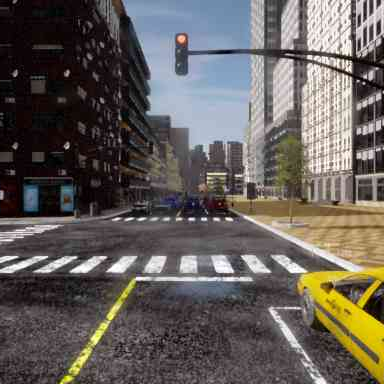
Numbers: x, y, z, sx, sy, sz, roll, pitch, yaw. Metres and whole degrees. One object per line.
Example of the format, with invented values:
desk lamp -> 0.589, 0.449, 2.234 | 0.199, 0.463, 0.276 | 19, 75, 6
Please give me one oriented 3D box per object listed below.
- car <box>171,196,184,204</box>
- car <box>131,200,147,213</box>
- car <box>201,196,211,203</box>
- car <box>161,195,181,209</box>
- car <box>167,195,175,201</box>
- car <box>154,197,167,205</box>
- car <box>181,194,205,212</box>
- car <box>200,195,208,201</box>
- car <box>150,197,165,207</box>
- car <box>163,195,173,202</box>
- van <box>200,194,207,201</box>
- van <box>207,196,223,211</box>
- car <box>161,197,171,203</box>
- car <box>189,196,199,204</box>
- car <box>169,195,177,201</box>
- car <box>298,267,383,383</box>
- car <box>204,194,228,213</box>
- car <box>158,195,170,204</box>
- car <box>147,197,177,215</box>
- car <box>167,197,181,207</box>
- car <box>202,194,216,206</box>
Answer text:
car -> -2.729, 1.540, 63.999 | 2.128, 1.511, 4.902 | 0, 0, 0
car -> -5.539, 1.563, 36.431 | 2.008, 1.369, 4.403 | 0, 0, 0
car -> 2.981, 1.602, 69.555 | 1.887, 1.381, 4.507 | 0, 0, 0
car -> -2.901, 1.497, 43.941 | 1.882, 1.535, 5.008 | 0, 0, 0
car -> -5.329, 1.613, 86.000 | 1.752, 1.417, 4.829 | 0, 0, 0
car -> -5.446, 1.584, 58.536 | 1.887, 1.381, 4.507 | 0, 0, 0
car -> 0.192, 1.365, 38.302 | 2.097, 1.767, 4.553 | 0, 0, 1
car -> 3.053, 1.613, 86.304 | 1.752, 1.417, 4.829 | 0, 0, 0
car -> -5.469, 1.581, 53.010 | 2.008, 1.369, 4.403 | 0, 0, 0
car -> -5.376, 1.507, 75.117 | 1.967, 1.590, 4.097 | 0, 0, 0
van -> 3.074, 1.441, 91.660 | 1.690, 1.788, 3.998 | 0, 0, 0
van -> 2.863, 1.358, 41.921 | 1.690, 1.788, 3.998 | 0, 0, 0
car -> -5.399, 1.639, 69.591 | 1.802, 1.307, 4.206 | 0, 0, 0
car -> 0.383, 1.558, 66.190 | 1.837, 1.490, 4.892 | 0, 0, 0
car -> -5.305, 1.644, 91.696 | 1.887, 1.381, 4.507 | 0, 0, 0
car -> 2.703, 1.525, 4.153 | 1.752, 1.417, 4.829 | 0, 0, 0
car -> 2.839, 1.327, 36.395 | 2.192, 1.841, 5.009 | 0, 0, 0
car -> -5.423, 1.488, 64.064 | 1.967, 1.590, 4.097 | 0, 0, 0
car -> -2.953, 1.558, 34.122 | 2.033, 1.411, 5.357 | 0, 0, 0
car -> -2.841, 1.536, 53.754 | 1.837, 1.490, 4.892 | 0, 0, 1
car -> 2.933, 1.354, 58.501 | 2.192, 1.841, 5.009 | 0, 0, 0
